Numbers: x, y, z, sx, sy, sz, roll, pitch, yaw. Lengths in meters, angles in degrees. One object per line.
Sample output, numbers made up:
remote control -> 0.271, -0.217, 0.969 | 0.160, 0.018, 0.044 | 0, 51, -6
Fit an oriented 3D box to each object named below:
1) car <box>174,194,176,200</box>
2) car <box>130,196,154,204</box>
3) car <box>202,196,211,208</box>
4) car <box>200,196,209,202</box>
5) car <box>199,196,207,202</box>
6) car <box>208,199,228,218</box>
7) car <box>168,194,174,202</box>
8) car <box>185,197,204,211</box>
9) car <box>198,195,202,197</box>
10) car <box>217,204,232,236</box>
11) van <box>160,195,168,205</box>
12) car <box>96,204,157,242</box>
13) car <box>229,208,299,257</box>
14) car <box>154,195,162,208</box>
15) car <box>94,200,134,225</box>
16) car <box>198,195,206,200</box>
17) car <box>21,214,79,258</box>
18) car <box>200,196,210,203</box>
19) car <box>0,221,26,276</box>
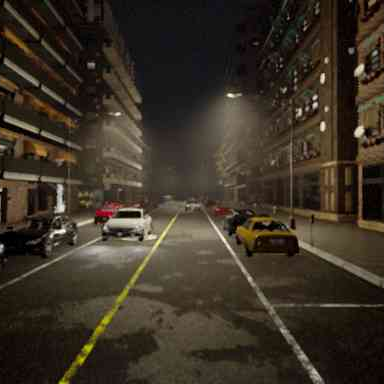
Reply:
car -> -5.687, 1.570, 80.295 | 2.008, 1.369, 4.403 | 0, 0, 0
car -> -5.687, 1.323, 35.206 | 2.192, 1.841, 5.009 | 0, 0, 0
car -> 2.693, 1.593, 46.473 | 1.802, 1.307, 4.206 | 0, 0, 0
car -> 2.693, 1.562, 74.654 | 1.887, 1.381, 4.507 | 0, 0, 0
car -> 2.693, 1.601, 80.291 | 1.802, 1.307, 4.206 | 0, 0, 0
car -> 2.692, 1.589, 29.564 | 1.802, 1.307, 4.206 | 0, 0, 0
car -> -5.687, 1.568, 74.659 | 2.008, 1.369, 4.403 | 0, 0, 0
car -> 0.101, 1.610, 40.990 | 1.895, 1.301, 4.718 | 0, 0, 0
car -> 0.099, 1.504, 52.399 | 2.128, 1.511, 4.902 | 0, 0, 0
car -> 2.692, 1.570, 18.292 | 1.947, 1.339, 4.313 | 0, 0, 0
van -> -5.686, 1.355, 57.750 | 1.690, 1.788, 3.998 | 0, 0, 0
car -> -3.051, 1.529, 16.442 | 1.812, 1.442, 4.674 | 0, 0, 0
car -> 2.693, 1.528, 12.826 | 1.752, 1.417, 4.829 | 0, 0, 0
car -> -5.687, 1.536, 46.307 | 1.752, 1.417, 4.829 | 0, 0, 0
car -> -5.688, 1.550, 23.933 | 1.887, 1.381, 4.507 | 0, 0, 0
car -> 2.692, 1.567, 91.564 | 1.887, 1.381, 4.507 | 0, 0, 0
car -> -5.689, 1.554, 12.660 | 2.008, 1.369, 4.403 | 0, 0, 0
car -> 2.693, 1.582, 69.018 | 1.947, 1.339, 4.313 | 0, 0, 0
car -> -5.689, 1.553, 7.023 | 2.008, 1.369, 4.403 | 0, 0, 0
